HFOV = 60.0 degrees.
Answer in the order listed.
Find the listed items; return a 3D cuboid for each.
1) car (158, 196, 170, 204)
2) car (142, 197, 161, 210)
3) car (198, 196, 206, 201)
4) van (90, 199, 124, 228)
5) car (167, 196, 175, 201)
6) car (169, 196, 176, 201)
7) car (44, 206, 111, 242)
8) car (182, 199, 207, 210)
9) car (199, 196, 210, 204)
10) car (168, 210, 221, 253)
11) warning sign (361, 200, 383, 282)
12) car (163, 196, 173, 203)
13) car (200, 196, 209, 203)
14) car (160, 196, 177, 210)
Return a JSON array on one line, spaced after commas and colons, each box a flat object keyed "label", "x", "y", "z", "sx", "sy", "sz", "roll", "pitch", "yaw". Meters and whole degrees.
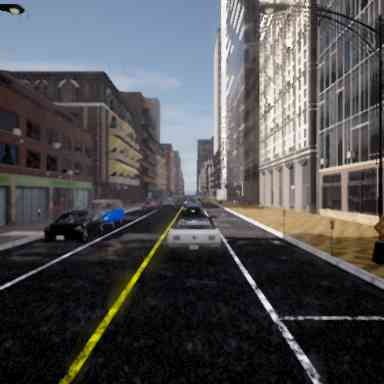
[{"label": "car", "x": -5.654, "y": 1.601, "z": 67.349, "sx": 1.967, "sy": 1.590, "sz": 4.097, "roll": 0, "pitch": 0, "yaw": 0}, {"label": "car", "x": -5.667, "y": 1.681, "z": 44.754, "sx": 1.802, "sy": 1.307, "sz": 4.206, "roll": 0, "pitch": 0, "yaw": 0}, {"label": "car", "x": 2.738, "y": 1.793, "z": 89.938, "sx": 1.947, "sy": 1.339, "sz": 4.313, "roll": 0, "pitch": 0, "yaw": 0}, {"label": "van", "x": -5.679, "y": 1.388, "z": 22.161, "sx": 1.690, "sy": 1.788, "sz": 3.998, "roll": 0, "pitch": 0, "yaw": 0}, {"label": "car", "x": -5.643, "y": 1.793, "z": 89.942, "sx": 1.947, "sy": 1.339, "sz": 4.313, "roll": 0, "pitch": 0, "yaw": 0}, {"label": "car", "x": -5.640, "y": 1.788, "z": 95.425, "sx": 1.752, "sy": 1.417, "sz": 4.829, "roll": 0, "pitch": 0, "yaw": 0}, {"label": "car", "x": -5.682, "y": 1.601, "z": 16.512, "sx": 1.947, "sy": 1.339, "sz": 4.313, "roll": 0, "pitch": 0, "yaw": 0}, {"label": "car", "x": 0.104, "y": 1.630, "z": 30.914, "sx": 1.994, "sy": 1.385, "sz": 4.181, "roll": 0, "pitch": 0, "yaw": 0}, {"label": "car", "x": 2.726, "y": 1.687, "z": 67.514, "sx": 1.752, "sy": 1.417, "sz": 4.829, "roll": 0, "pitch": 0, "yaw": 0}, {"label": "car", "x": 0.089, "y": 1.630, "z": 13.740, "sx": 1.895, "sy": 1.301, "sz": 4.718, "roll": 0, "pitch": 0, "yaw": 0}, {"label": "warning sign", "x": 5.071, "y": 1.133, "z": 8.151, "sx": 1.300, "sy": 1.860, "sz": 1.060, "roll": 0, "pitch": 0, "yaw": 0}, {"label": "car", "x": -5.649, "y": 1.744, "z": 78.645, "sx": 2.008, "sy": 1.369, "sz": 4.403, "roll": 0, "pitch": 0, "yaw": 0}, {"label": "car", "x": 2.729, "y": 1.617, "z": 72.992, "sx": 1.967, "sy": 1.590, "sz": 4.097, "roll": 0, "pitch": 0, "yaw": 0}, {"label": "car", "x": -3.069, "y": 1.647, "z": 45.075, "sx": 2.033, "sy": 1.411, "sz": 5.357, "roll": 0, "pitch": 0, "yaw": 0}]
